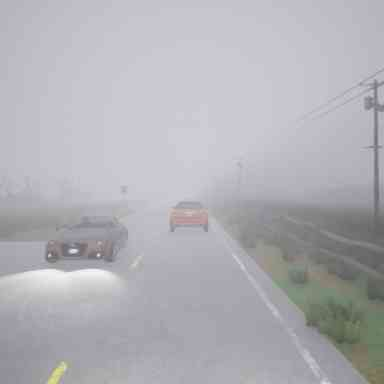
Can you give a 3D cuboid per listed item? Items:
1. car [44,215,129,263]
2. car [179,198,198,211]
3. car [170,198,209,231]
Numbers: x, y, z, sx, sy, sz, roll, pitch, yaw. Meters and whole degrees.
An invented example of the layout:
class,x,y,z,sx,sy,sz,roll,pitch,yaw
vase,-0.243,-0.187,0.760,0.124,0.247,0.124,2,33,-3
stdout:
class,x,y,z,sx,sy,sz,roll,pitch,yaw
car,-3.453,1.509,11.617,1.994,1.385,4.181,0,0,-1
car,-0.424,1.366,37.496,1.994,1.385,4.181,0,0,-1
car,-0.170,1.247,19.793,2.097,1.767,4.553,0,0,-1
